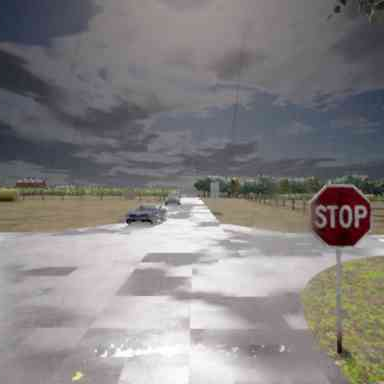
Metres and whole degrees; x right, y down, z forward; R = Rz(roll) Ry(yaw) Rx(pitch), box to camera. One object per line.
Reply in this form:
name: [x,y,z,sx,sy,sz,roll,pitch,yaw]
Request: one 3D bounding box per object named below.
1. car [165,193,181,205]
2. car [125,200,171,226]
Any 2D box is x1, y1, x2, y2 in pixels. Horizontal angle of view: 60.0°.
car: [-2.706,0.963,47.673,2.097,1.767,4.553,0,0,0]
car: [-3.053,1.488,22.952,1.895,1.301,4.718,0,1,8]
